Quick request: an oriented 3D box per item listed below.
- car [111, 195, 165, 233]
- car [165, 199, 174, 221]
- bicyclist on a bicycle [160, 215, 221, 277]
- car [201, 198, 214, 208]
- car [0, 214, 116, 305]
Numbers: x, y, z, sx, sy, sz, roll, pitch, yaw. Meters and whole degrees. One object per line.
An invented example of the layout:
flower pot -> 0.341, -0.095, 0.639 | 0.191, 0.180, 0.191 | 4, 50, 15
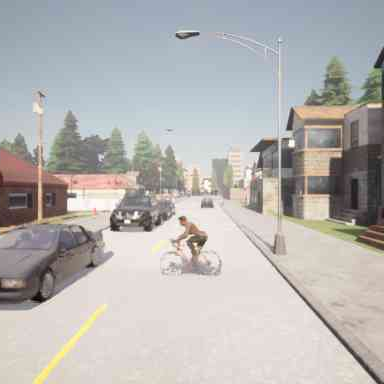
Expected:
car -> -3.258, 1.224, 20.211 | 2.150, 2.045, 5.566 | 0, 0, 3
car -> -2.849, 1.563, 27.008 | 1.994, 1.385, 4.181 | 0, 0, 3
bicyclist on a bicycle -> -0.062, 1.445, 8.813 | 1.656, 1.620, 0.582 | -2, 0, 2
car -> 2.203, 1.545, 48.001 | 2.033, 1.411, 5.357 | 0, 0, 3
car -> -3.786, 1.547, 8.540 | 2.033, 1.411, 5.357 | 0, 0, 3
